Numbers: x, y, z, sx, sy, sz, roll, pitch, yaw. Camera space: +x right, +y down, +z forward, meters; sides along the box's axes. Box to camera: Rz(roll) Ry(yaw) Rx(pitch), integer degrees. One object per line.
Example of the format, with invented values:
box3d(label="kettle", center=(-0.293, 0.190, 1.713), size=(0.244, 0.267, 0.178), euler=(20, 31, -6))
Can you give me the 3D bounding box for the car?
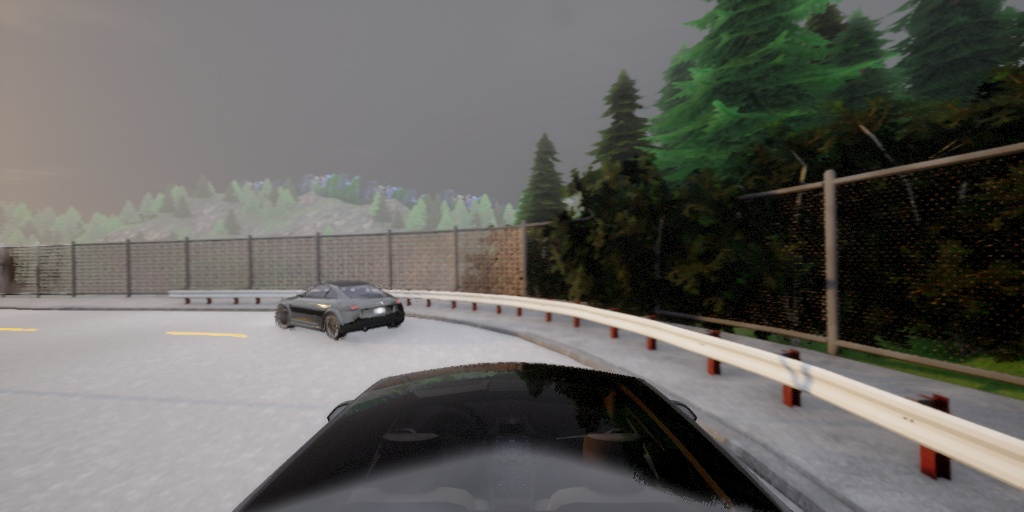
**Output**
box3d(label="car", center=(-5.048, 1.414, 10.420), size=(4.181, 1.385, 1.994), euler=(-1, 0, 35))
